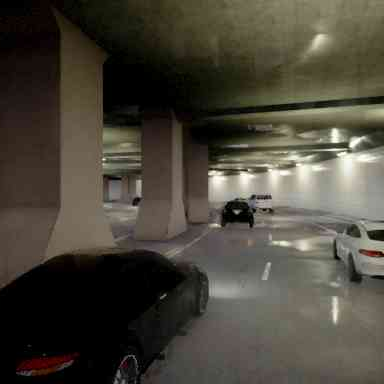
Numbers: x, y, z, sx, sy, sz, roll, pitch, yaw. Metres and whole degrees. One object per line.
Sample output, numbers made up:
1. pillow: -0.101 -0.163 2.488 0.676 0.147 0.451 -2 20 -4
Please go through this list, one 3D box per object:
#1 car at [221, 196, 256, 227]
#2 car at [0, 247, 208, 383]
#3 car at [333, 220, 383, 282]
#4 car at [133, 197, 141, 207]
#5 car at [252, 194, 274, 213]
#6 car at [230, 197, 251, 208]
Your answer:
1. car: 3.193 1.351 23.317 2.097 1.767 4.553 0 0 8
2. car: -1.120 1.526 4.807 1.812 1.442 4.674 0 0 18
3. car: 5.200 1.526 9.348 1.812 1.442 4.674 0 0 16
4. car: -7.943 1.525 50.288 1.812 1.442 4.674 0 0 -12
5. car: 7.551 1.221 37.084 2.150 2.045 5.566 0 0 -1
6. car: 6.915 1.526 47.783 1.812 1.442 4.674 0 0 -8
